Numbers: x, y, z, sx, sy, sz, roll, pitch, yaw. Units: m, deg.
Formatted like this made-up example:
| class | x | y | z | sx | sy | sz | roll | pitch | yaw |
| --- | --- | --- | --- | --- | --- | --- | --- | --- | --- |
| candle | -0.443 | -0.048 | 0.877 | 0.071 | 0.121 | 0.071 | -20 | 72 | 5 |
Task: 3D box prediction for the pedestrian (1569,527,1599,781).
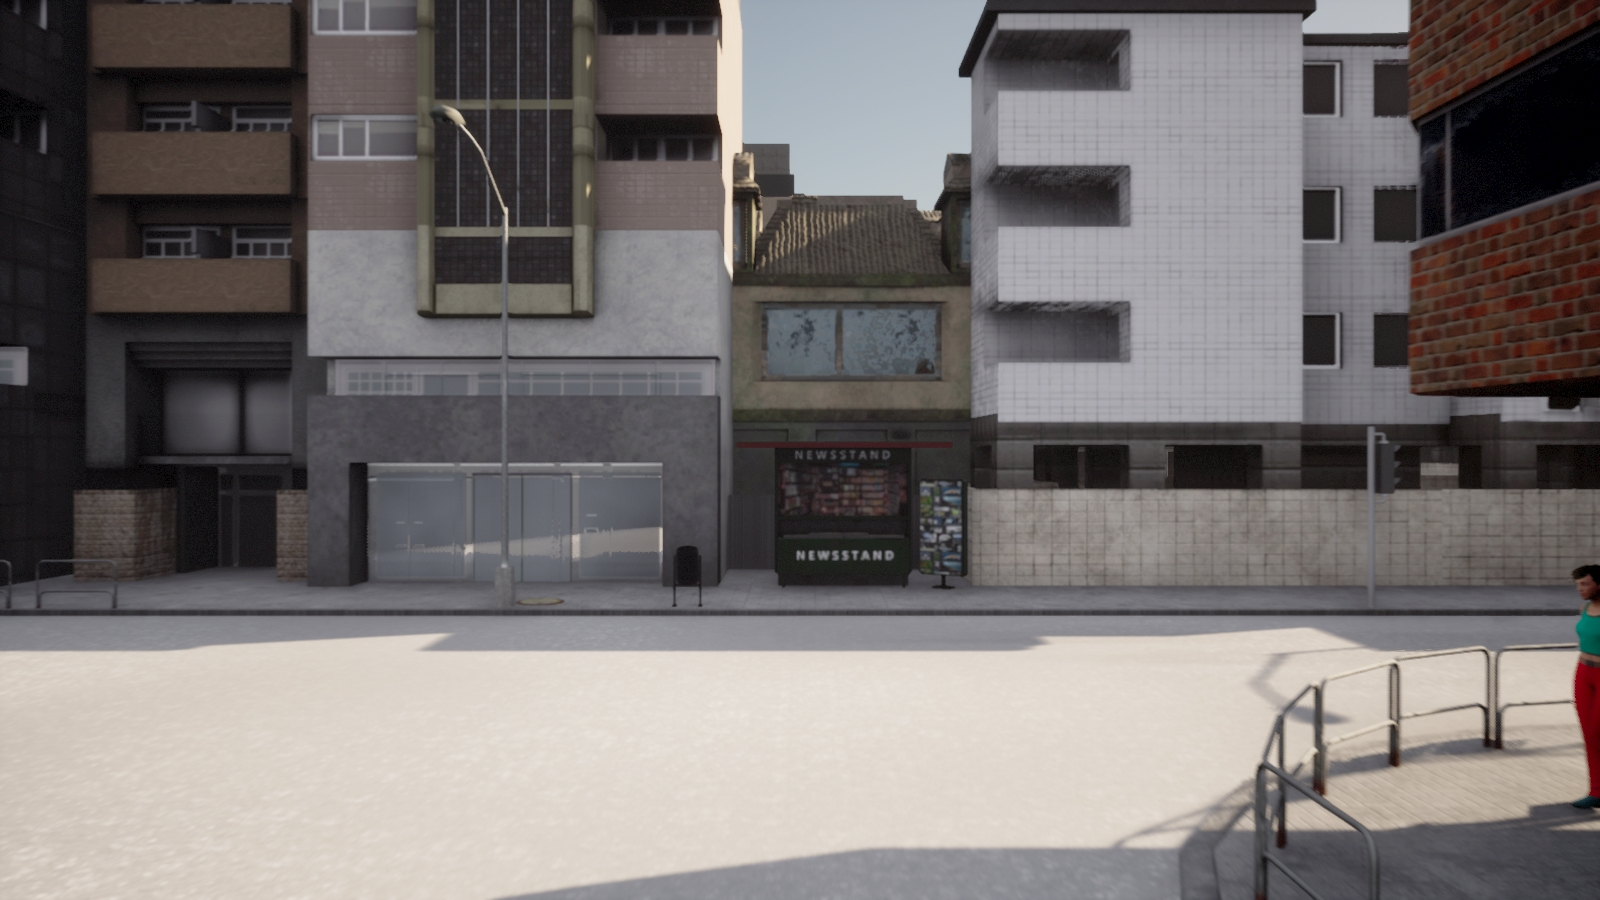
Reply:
| class | x | y | z | sx | sy | sz | roll | pitch | yaw |
| --- | --- | --- | --- | --- | --- | --- | --- | --- | --- |
| pedestrian | 6.095 | 1.523 | 8.581 | 0.375 | 1.860 | 0.375 | 0 | 0 | -8 |
